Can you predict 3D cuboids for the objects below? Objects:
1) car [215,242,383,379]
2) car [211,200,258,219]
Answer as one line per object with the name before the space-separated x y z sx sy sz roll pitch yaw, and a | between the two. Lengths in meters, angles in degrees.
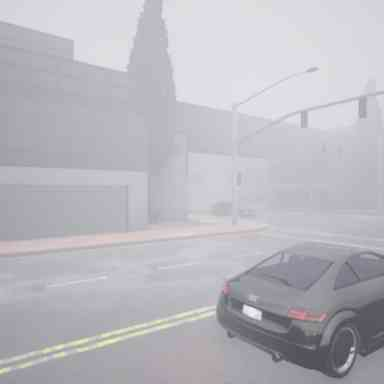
car | 2.428 1.558 5.568 4.181 1.385 1.994 0 0 -36
car | 3.716 1.550 29.598 1.837 1.490 4.892 0 1 -37
